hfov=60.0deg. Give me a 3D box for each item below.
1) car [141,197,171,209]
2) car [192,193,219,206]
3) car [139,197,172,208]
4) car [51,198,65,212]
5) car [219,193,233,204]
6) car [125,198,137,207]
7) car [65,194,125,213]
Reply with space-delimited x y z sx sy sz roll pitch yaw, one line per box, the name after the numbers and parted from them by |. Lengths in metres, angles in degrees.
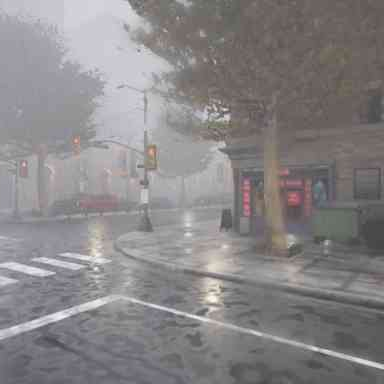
-4.702 1.526 44.194 1.812 1.442 4.674 0 0 36 | car
1.934 1.352 53.361 2.097 1.767 4.553 0 0 35 | car
-5.354 1.492 49.267 2.128 1.511 4.902 0 0 36 | car
-13.288 1.221 38.287 2.150 2.045 5.566 0 0 36 | car
5.879 1.215 64.668 2.150 2.045 5.566 0 0 36 | car
-10.209 1.595 47.930 1.895 1.301 4.718 0 0 36 | car
-10.451 1.221 36.239 2.150 2.045 5.566 0 0 36 | car
